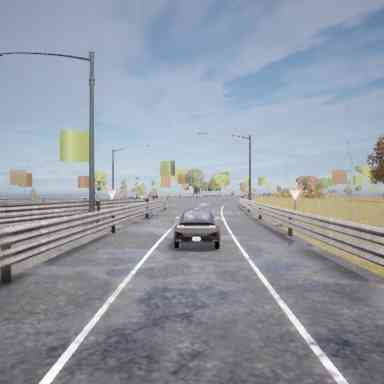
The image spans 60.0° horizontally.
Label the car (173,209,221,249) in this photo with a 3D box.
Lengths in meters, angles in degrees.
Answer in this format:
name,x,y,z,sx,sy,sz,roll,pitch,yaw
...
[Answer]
name,x,y,z,sx,sy,sz,roll,pitch,yaw
car,0.248,1.498,14.569,2.128,1.511,4.902,0,0,2
